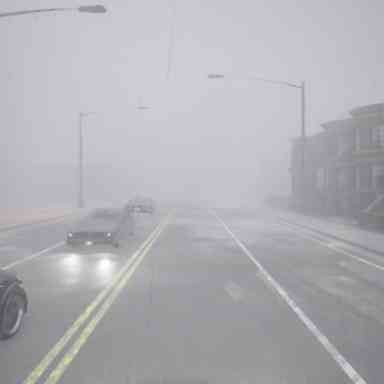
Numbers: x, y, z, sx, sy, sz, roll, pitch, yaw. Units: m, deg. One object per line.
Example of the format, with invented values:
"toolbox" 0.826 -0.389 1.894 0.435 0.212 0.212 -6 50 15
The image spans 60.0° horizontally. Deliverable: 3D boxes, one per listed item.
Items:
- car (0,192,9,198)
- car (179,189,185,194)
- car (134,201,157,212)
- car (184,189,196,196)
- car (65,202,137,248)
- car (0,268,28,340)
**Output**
"car" -46.054 0.884 78.074 3.806 1.475 1.970 -1 1 -1
"car" -2.083 -0.152 89.617 2.128 1.511 4.902 0 2 -17
"car" -3.518 0.878 23.329 1.994 1.385 4.181 0 1 0
"car" -0.220 0.298 79.730 1.895 1.301 4.718 0 2 -4
"car" -3.602 1.372 14.255 2.033 1.411 5.357 0 1 0
"car" -3.603 1.523 3.609 1.994 1.385 4.181 0 1 0
